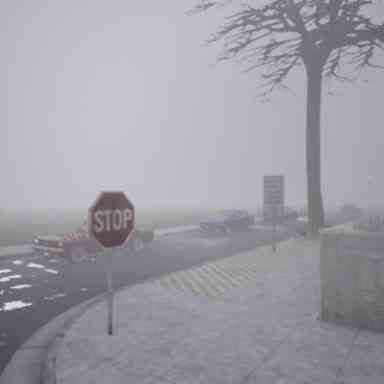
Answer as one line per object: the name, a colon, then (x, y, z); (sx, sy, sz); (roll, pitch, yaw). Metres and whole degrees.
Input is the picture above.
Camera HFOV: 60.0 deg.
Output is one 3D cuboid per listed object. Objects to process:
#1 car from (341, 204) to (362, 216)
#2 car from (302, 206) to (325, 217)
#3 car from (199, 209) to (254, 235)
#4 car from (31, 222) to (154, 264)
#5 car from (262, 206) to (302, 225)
car: (20.221, 2.251, 42.185); (1.837, 1.490, 4.892); (0, -1, 35)
car: (13.644, 2.223, 37.856); (1.994, 1.385, 4.181); (0, -1, 36)
car: (2.344, 1.861, 21.770); (1.882, 1.535, 5.008); (0, -1, 35)
car: (-3.699, 1.835, 13.118); (1.895, 1.301, 4.718); (0, -1, 35)
car: (7.870, 1.997, 29.652); (1.882, 1.535, 5.008); (0, -1, 35)
